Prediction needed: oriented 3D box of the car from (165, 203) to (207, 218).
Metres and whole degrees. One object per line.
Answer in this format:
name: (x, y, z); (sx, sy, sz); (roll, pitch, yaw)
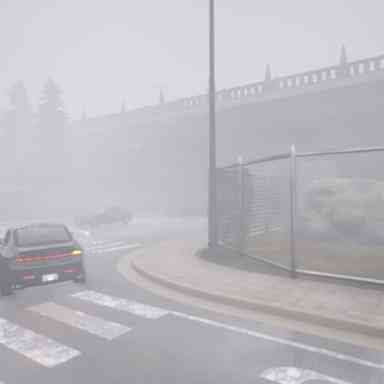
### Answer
car: (-0.529, 1.792, 32.443); (1.895, 1.301, 4.718); (0, 0, 36)

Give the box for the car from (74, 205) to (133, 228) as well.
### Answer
car: (-6.353, 1.717, 24.296); (1.812, 1.442, 4.674); (0, 0, 36)

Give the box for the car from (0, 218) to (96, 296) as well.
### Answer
car: (-4.240, 1.601, 9.171); (1.837, 1.490, 4.892); (-3, 1, -30)
